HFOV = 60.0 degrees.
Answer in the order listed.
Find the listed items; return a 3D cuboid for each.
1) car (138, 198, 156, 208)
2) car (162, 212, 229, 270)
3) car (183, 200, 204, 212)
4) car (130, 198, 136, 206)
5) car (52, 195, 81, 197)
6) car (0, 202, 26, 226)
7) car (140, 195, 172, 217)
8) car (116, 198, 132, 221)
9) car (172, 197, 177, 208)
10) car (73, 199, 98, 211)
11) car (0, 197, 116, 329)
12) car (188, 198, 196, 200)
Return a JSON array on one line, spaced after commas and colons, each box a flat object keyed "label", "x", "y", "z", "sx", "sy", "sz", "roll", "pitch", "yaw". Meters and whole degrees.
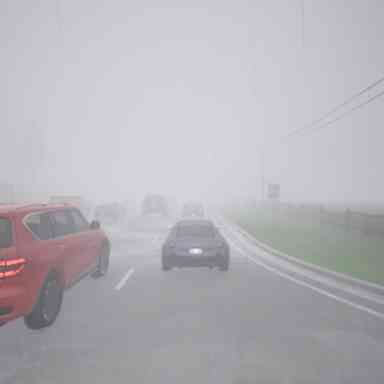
[{"label": "car", "x": -6.904, "y": 1.685, "z": 51.445, "sx": 2.033, "sy": 1.411, "sz": 5.357, "roll": 0, "pitch": 0, "yaw": 0}, {"label": "car", "x": 0.102, "y": 1.594, "z": 11.114, "sx": 1.994, "sy": 1.385, "sz": 4.181, "roll": 0, "pitch": 0, "yaw": 0}, {"label": "car", "x": 0.101, "y": 1.684, "z": 31.130, "sx": 1.895, "sy": 1.301, "sz": 4.718, "roll": 0, "pitch": 0, "yaw": 0}, {"label": "car", "x": -10.394, "y": 1.692, "z": 53.821, "sx": 2.033, "sy": 1.411, "sz": 5.357, "roll": 0, "pitch": 0, "yaw": 0}, {"label": "car", "x": -10.398, "y": 1.299, "z": 28.382, "sx": 2.150, "sy": 2.045, "sz": 5.566, "roll": 0, "pitch": 0, "yaw": 0}, {"label": "car", "x": -13.899, "y": 1.553, "z": 23.334, "sx": 2.128, "sy": 1.511, "sz": 4.902, "roll": 0, "pitch": 0, "yaw": 0}, {"label": "car", "x": -3.397, "y": 1.304, "z": 31.939, "sx": 2.150, "sy": 2.045, "sz": 5.566, "roll": 0, "pitch": -1, "yaw": 0}, {"label": "car", "x": -6.899, "y": 1.567, "z": 28.376, "sx": 2.128, "sy": 1.511, "sz": 4.902, "roll": 0, "pitch": 0, "yaw": 0}, {"label": "car", "x": -3.395, "y": 1.491, "z": 52.119, "sx": 2.097, "sy": 1.767, "sz": 4.553, "roll": 0, "pitch": 0, "yaw": 0}, {"label": "car", "x": -13.898, "y": 1.681, "z": 43.732, "sx": 1.994, "sy": 1.385, "sz": 4.181, "roll": 0, "pitch": 0, "yaw": 0}, {"label": "car", "x": -3.399, "y": 1.240, "z": 7.112, "sx": 2.150, "sy": 2.045, "sz": 5.566, "roll": 0, "pitch": 0, "yaw": 0}, {"label": "car", "x": 0.011, "y": 1.713, "z": 55.592, "sx": 1.994, "sy": 1.385, "sz": 4.181, "roll": 0, "pitch": 0, "yaw": 0}]
